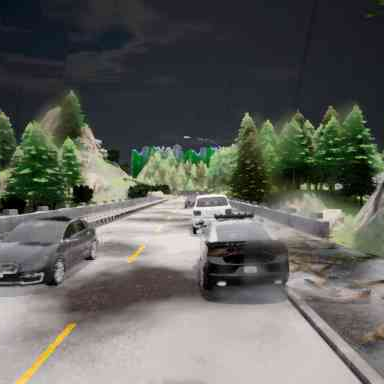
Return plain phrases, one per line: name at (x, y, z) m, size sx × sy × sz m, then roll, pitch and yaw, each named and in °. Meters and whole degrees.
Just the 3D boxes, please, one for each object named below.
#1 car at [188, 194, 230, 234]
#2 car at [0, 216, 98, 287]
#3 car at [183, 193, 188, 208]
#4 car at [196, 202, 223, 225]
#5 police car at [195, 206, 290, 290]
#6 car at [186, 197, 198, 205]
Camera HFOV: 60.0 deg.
car at (1.088, 1.173, 19.167) m, size 2.150 × 2.045 × 5.566 m, roll -3°, pitch 0°, yaw 1°
car at (-4.093, 1.503, 9.486) m, size 1.837 × 1.490 × 4.892 m, roll 0°, pitch 0°, yaw 0°
car at (0.077, 1.352, 47.002) m, size 2.097 × 1.767 × 4.553 m, roll 0°, pitch 0°, yaw 1°
car at (1.224, 1.526, 25.149) m, size 1.812 × 1.442 × 4.674 m, roll 0°, pitch 0°, yaw 0°
police car at (1.174, 1.401, 9.267) m, size 1.930 × 1.638 × 5.238 m, roll -2°, pitch -1°, yaw 0°
car at (0.056, 1.547, 58.401) m, size 2.033 × 1.411 × 5.357 m, roll 0°, pitch 0°, yaw 0°
